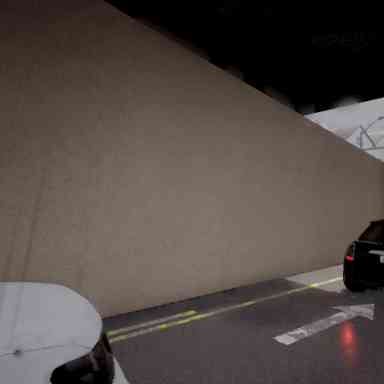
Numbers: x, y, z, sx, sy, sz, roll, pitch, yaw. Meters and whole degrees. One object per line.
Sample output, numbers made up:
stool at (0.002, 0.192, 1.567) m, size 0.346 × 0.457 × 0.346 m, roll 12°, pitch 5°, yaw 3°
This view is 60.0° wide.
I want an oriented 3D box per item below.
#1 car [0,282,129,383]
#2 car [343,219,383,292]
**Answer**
car at (-3.095, 1.224, 1.581) m, size 5.566 × 2.045 × 2.150 m, roll 0°, pitch 0°, yaw -36°
car at (5.556, 1.352, 7.726) m, size 4.553 × 1.767 × 2.097 m, roll 0°, pitch 0°, yaw -36°
